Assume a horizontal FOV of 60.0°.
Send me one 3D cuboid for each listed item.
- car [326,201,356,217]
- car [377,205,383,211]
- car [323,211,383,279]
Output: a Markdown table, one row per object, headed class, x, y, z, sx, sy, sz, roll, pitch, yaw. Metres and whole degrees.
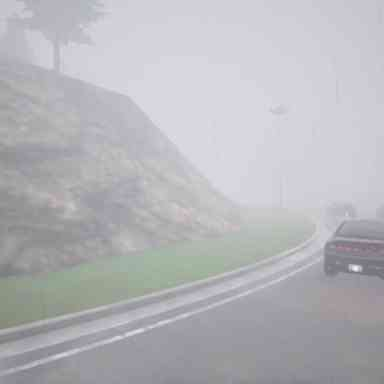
| class | x | y | z | sx | sy | sz | roll | pitch | yaw |
| --- | --- | --- | --- | --- | --- | --- | --- | --- | --- |
| car | 13.022 | 1.565 | 29.200 | 1.837 | 1.490 | 4.892 | 0 | 0 | 13 |
| car | 15.658 | 1.361 | 25.269 | 2.097 | 1.767 | 4.553 | -1 | 0 | 15 |
| car | 5.271 | 1.518 | 9.664 | 1.837 | 1.490 | 4.892 | 0 | 0 | 37 |
